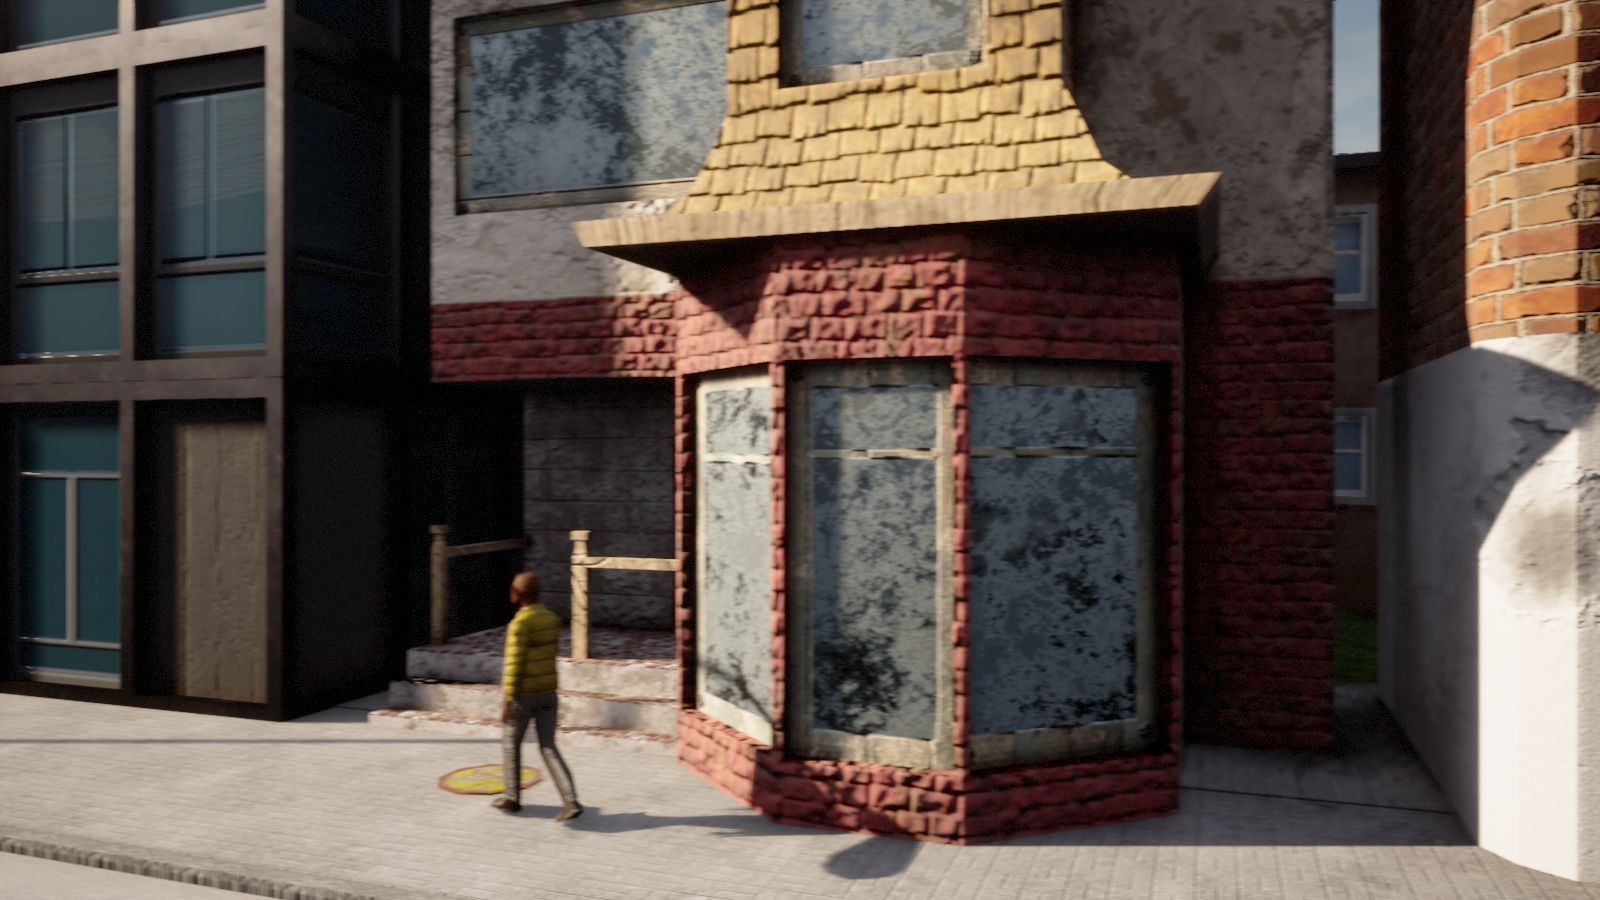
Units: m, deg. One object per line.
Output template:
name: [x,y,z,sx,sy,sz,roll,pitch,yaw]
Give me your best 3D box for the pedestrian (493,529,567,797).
pedestrian: [-1.969,1.523,8.340,0.375,1.860,0.375,0,0,35]
